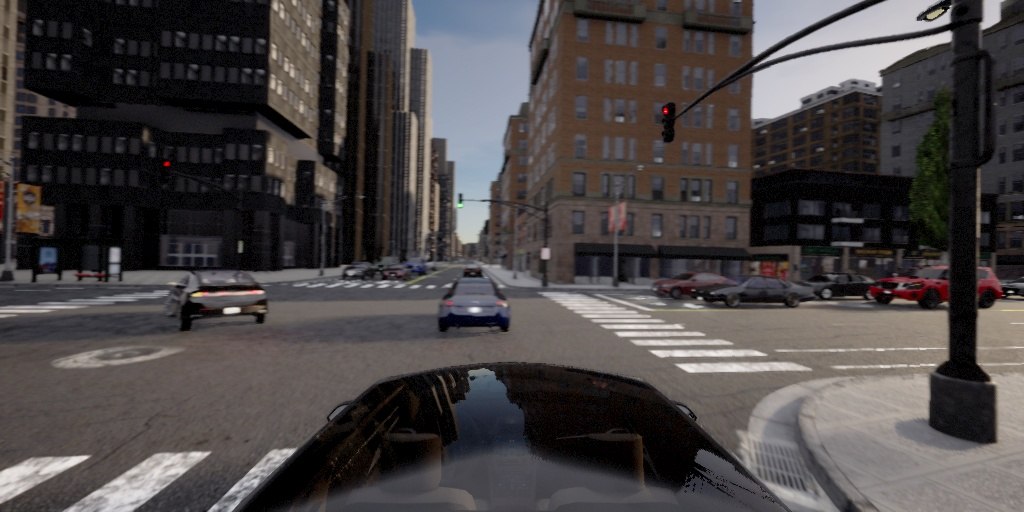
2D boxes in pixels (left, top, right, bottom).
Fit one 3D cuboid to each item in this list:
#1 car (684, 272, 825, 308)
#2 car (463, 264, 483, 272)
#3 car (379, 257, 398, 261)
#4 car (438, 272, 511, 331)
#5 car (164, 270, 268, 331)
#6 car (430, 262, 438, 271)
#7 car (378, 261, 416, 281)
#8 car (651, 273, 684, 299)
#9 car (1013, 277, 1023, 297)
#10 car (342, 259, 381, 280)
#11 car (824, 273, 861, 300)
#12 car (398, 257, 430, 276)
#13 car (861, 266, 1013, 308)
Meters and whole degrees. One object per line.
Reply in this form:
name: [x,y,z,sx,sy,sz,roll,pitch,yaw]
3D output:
car: [11.430,1.641,17.104,5.357,1.411,2.033,1,-1,-7]
car: [-4.044,1.553,37.190,1.882,1.535,5.008,2,-1,-6]
car: [-14.508,1.091,41.613,2.150,2.045,5.566,2,-1,-6]
car: [-1.171,1.368,11.178,1.994,1.385,4.181,1,-1,-6]
car: [-8.870,1.154,10.726,4.902,1.511,2.128,1,-1,43]
car: [-12.802,1.619,56.036,1.812,1.442,4.674,1,0,-6]
car: [-10.205,1.423,32.130,1.994,1.385,4.181,2,-1,-6]
car: [10.255,1.626,20.238,4.674,1.442,1.812,1,-1,-7]
car: [34.311,2.089,23.294,4.892,1.490,1.837,1,0,-8]
car: [-13.439,1.264,31.693,2.128,1.511,4.902,2,-1,-7]
car: [19.128,1.780,21.309,4.892,1.490,1.837,1,0,-7]
car: [-11.224,1.170,41.463,2.150,2.045,5.566,2,-1,-6]
car: [21.593,1.517,18.335,5.566,2.045,2.150,1,-1,-7]
